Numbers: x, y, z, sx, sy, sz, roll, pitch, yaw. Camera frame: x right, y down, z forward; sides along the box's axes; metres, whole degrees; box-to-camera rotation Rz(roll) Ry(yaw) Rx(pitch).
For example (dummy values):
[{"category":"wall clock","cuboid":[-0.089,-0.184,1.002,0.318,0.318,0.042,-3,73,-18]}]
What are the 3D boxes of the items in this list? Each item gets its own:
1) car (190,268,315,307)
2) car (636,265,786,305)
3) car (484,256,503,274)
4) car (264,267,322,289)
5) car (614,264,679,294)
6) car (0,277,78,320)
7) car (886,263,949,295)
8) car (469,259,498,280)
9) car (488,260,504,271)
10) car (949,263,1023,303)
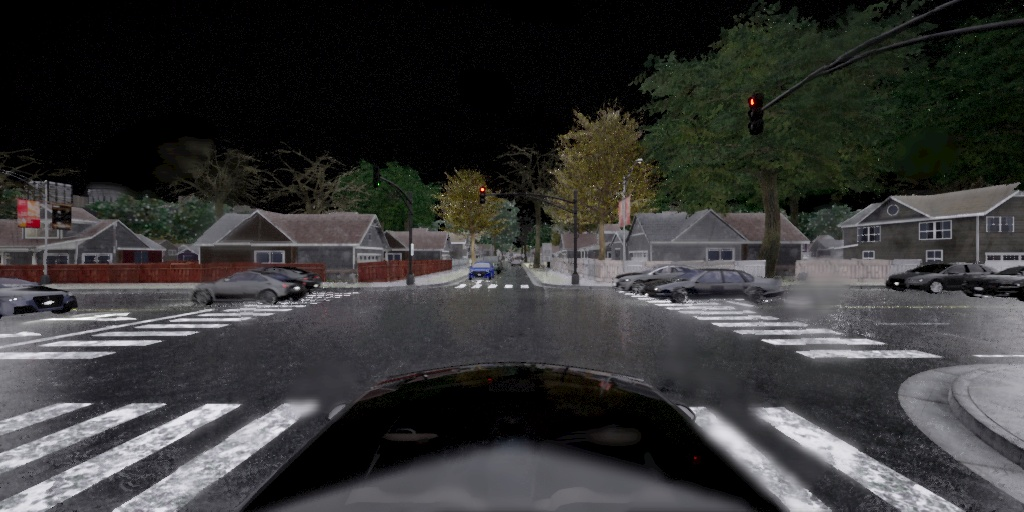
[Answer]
[{"category":"car","cuboid":[-11.249,1.369,15.484,4.181,1.385,1.994,0,0,1]},{"category":"car","cuboid":[8.382,1.236,15.172,5.357,1.411,2.033,0,0,1]},{"category":"car","cuboid":[-2.400,0.994,41.647,2.150,2.045,5.566,0,0,1]},{"category":"car","cuboid":[-12.641,1.317,18.757,4.892,1.490,1.837,0,0,1]},{"category":"car","cuboid":[7.764,1.183,18.433,4.902,1.511,2.128,0,0,1]},{"category":"car","cuboid":[-17.598,1.410,12.136,4.181,1.385,1.994,0,0,1]},{"category":"car","cuboid":[21.987,1.113,18.208,4.892,1.490,1.837,-1,0,1]},{"category":"car","cuboid":[-2.594,1.242,31.411,1.882,1.535,5.008,0,0,1]},{"category":"car","cuboid":[-2.269,1.331,51.964,2.033,1.411,5.357,0,0,1]},{"category":"car","cuboid":[22.033,1.089,14.957,5.008,1.535,1.882,0,0,1]}]
